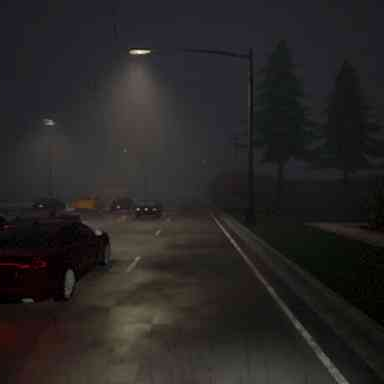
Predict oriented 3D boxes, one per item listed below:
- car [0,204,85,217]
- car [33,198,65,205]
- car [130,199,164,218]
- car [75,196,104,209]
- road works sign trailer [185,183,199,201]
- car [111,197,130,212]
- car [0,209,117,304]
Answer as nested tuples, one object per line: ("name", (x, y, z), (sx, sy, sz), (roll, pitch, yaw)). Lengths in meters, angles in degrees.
("car", (-6.901, 1.460, 15.799), (1.895, 1.301, 4.718), (0, 1, 0))
("car", (-14.076, 1.271, 32.967), (1.994, 1.385, 4.181), (0, 1, 0))
("car", (-3.401, 1.306, 27.193), (2.033, 1.411, 5.357), (0, 0, 0))
("car", (-10.401, 1.176, 34.073), (1.882, 1.535, 5.008), (0, 1, 0))
("road works sign trailer", (-0.003, -0.108, 64.838), (2.380, 3.560, 2.880), (0, 1, 0))
("car", (-6.915, 1.228, 33.573), (1.812, 1.442, 4.674), (0, 1, 0))
("car", (-3.402, 1.405, 8.090), (1.882, 1.535, 5.008), (0, 1, 0))
